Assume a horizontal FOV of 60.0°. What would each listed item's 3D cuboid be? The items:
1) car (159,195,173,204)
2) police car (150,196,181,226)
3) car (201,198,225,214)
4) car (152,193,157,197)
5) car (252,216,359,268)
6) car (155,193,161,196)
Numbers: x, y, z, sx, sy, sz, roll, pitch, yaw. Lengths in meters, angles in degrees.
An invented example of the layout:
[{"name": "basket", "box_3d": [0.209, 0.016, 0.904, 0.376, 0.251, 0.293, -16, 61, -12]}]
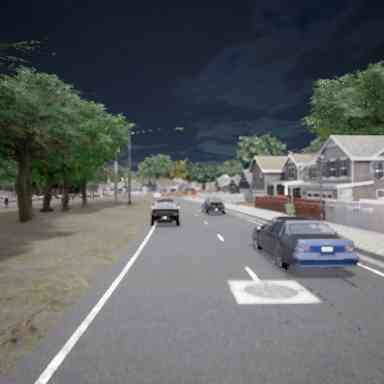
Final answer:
[{"name": "car", "box_3d": [-4.456, 1.238, 56.958, 2.033, 1.411, 5.357, 0, 0, -9]}, {"name": "police car", "box_3d": [-1.808, 1.342, 22.902, 1.930, 1.638, 5.238, 0, 0, -4]}, {"name": "car", "box_3d": [2.039, 1.354, 32.950, 1.837, 1.490, 4.892, 0, 0, -5]}, {"name": "car", "box_3d": [-8.228, 0.871, 77.770, 1.812, 1.442, 4.674, 0, 1, -12]}, {"name": "car", "box_3d": [3.386, 1.509, 11.033, 2.033, 1.411, 5.357, 0, 0, -2]}, {"name": "car", "box_3d": [-3.179, 1.274, 38.952, 1.801, 1.575, 5.366, 0, 0, -6]}]
